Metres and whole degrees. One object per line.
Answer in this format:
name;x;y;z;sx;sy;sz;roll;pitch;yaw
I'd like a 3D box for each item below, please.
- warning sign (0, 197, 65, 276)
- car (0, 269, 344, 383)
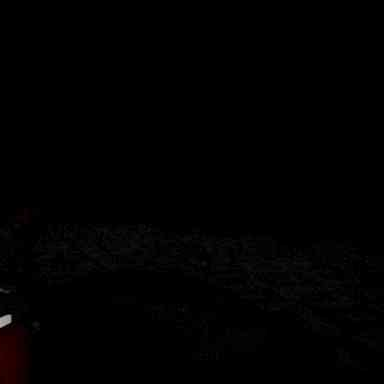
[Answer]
warning sign;-4.278;1.083;8.820;1.060;1.860;1.300;0;0;35
car;-0.839;1.535;3.551;4.507;1.381;1.887;0;0;35
